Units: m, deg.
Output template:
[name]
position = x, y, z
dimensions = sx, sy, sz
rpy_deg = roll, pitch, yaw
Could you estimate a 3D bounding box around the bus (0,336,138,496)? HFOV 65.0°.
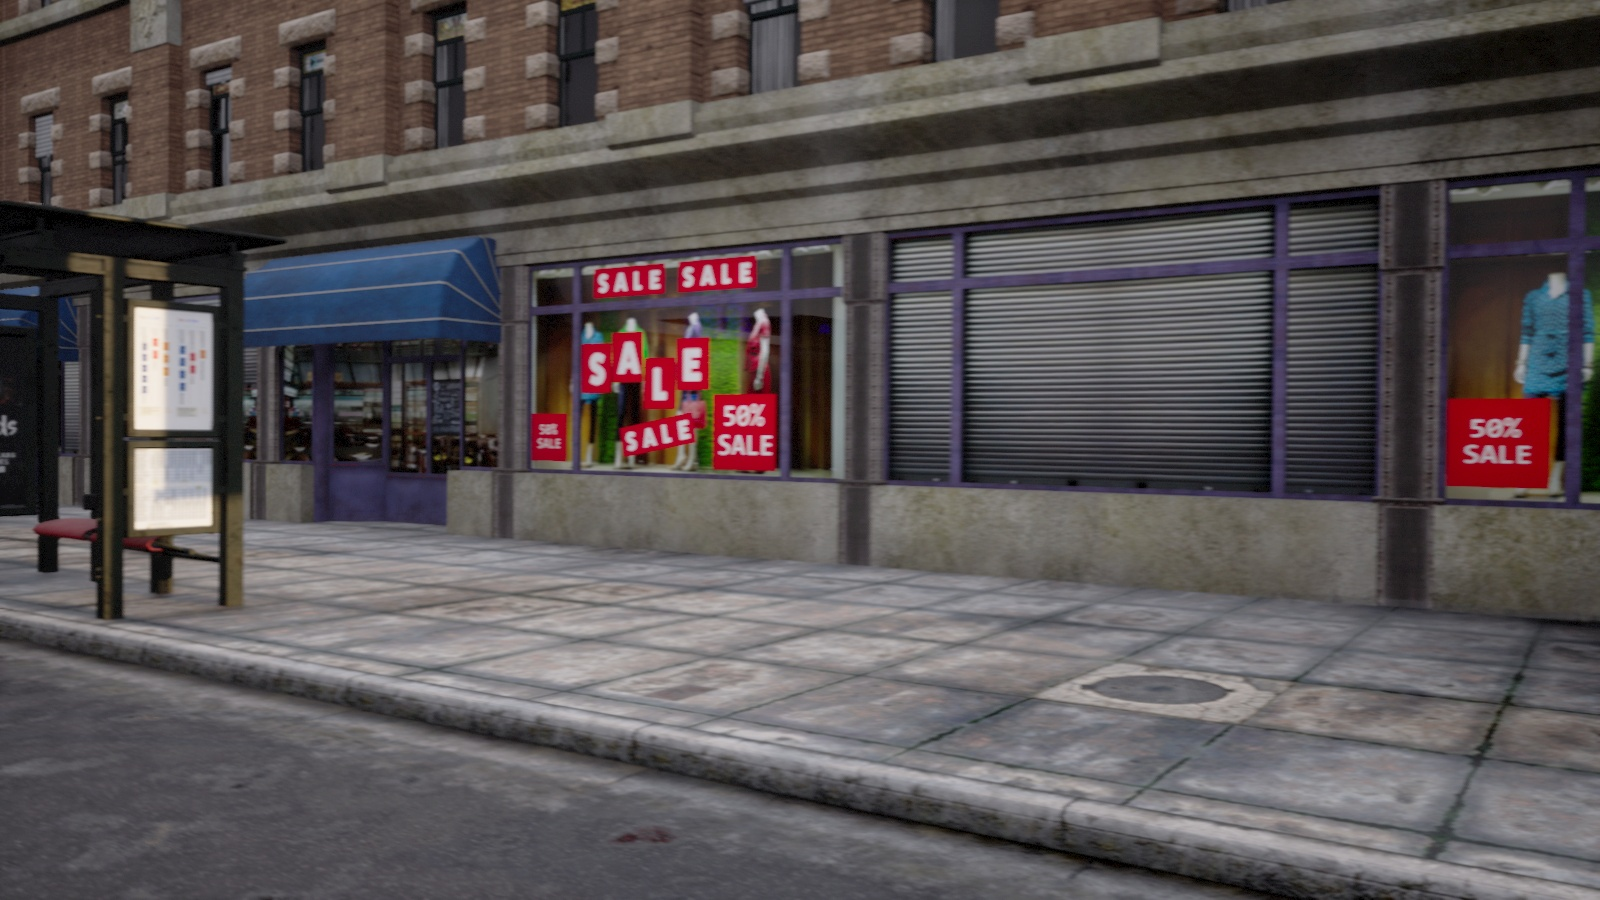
[bus]
position = -23.374, -0.885, 33.132
dimensions = 3.944, 4.253, 10.273
rpy_deg = 0, 1, 22
